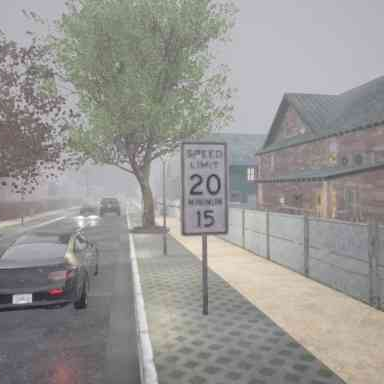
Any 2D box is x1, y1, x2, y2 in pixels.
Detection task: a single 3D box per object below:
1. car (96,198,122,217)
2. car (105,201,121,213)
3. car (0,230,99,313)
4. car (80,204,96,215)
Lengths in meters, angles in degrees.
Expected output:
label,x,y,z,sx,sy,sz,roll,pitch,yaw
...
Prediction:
label,x,y,z,sx,sy,sz,roll,pitch,yaw
car,-9.277,1.671,37.890,2.150,2.045,5.566,-1,-1,-11
car,-11.349,2.116,47.932,2.033,1.411,5.357,-1,-1,-11
car,-3.243,1.615,7.720,1.812,1.442,4.674,-1,-1,-11
car,-12.889,2.135,41.656,1.895,1.301,4.718,-1,-1,-11
